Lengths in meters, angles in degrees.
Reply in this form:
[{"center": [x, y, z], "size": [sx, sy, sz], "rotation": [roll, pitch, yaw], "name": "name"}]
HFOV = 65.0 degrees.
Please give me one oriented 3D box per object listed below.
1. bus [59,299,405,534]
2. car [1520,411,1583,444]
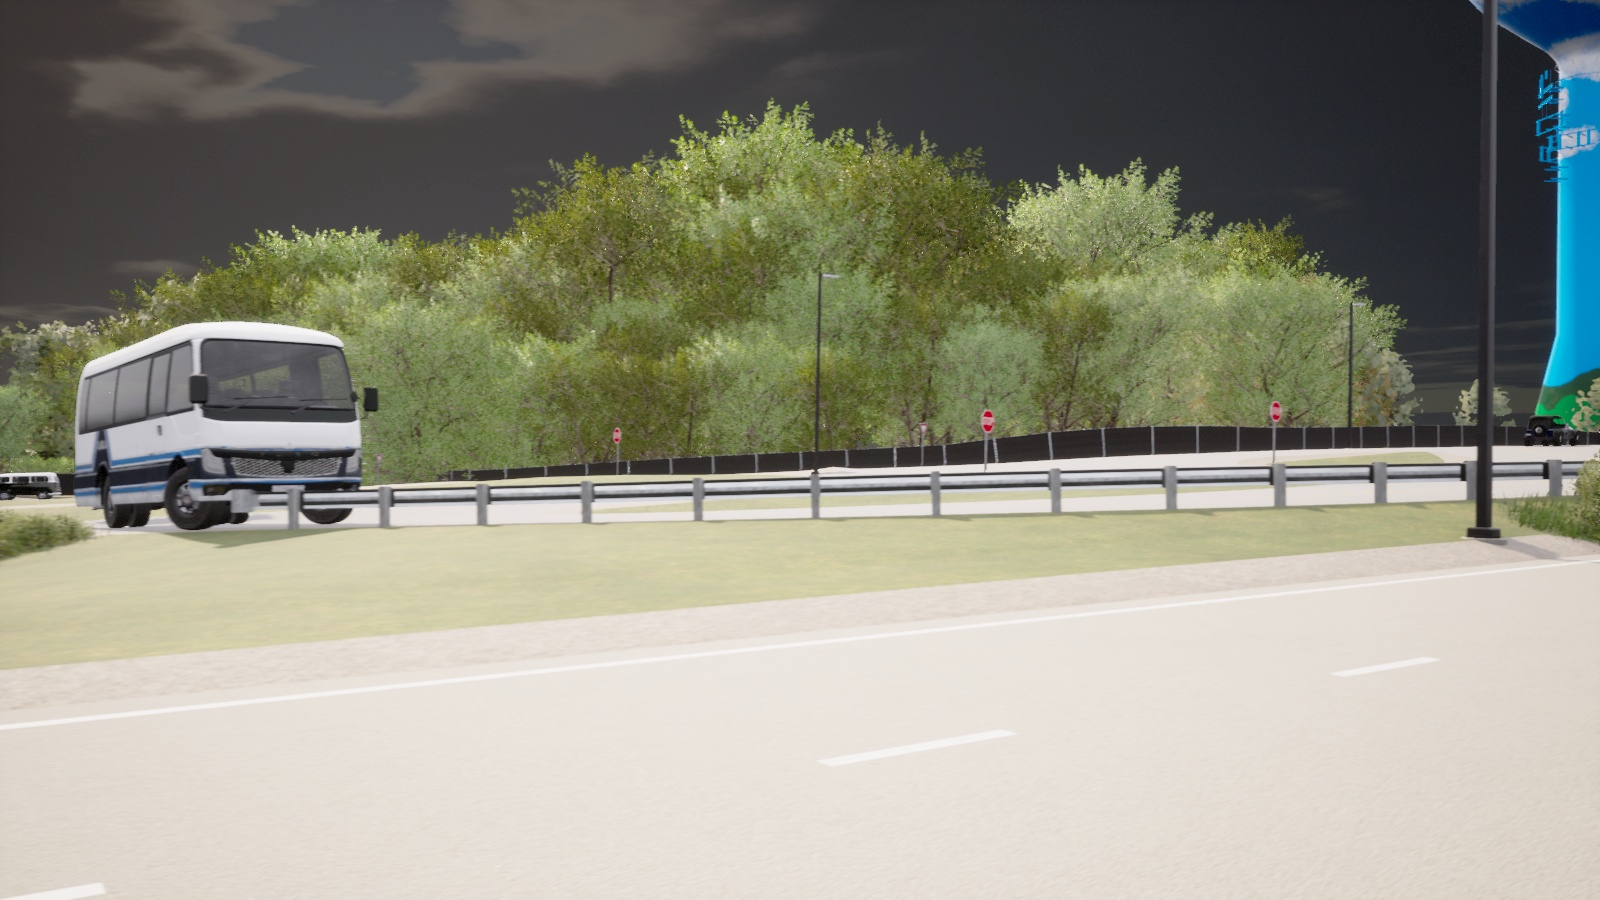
[{"center": [-12.940, -0.375, 27.827], "size": [3.944, 4.253, 10.273], "rotation": [0, -3, -42], "name": "bus"}, {"center": [45.003, -1.350, 75.197], "size": [3.866, 1.878, 1.905], "rotation": [-1, 1, -37], "name": "car"}]
